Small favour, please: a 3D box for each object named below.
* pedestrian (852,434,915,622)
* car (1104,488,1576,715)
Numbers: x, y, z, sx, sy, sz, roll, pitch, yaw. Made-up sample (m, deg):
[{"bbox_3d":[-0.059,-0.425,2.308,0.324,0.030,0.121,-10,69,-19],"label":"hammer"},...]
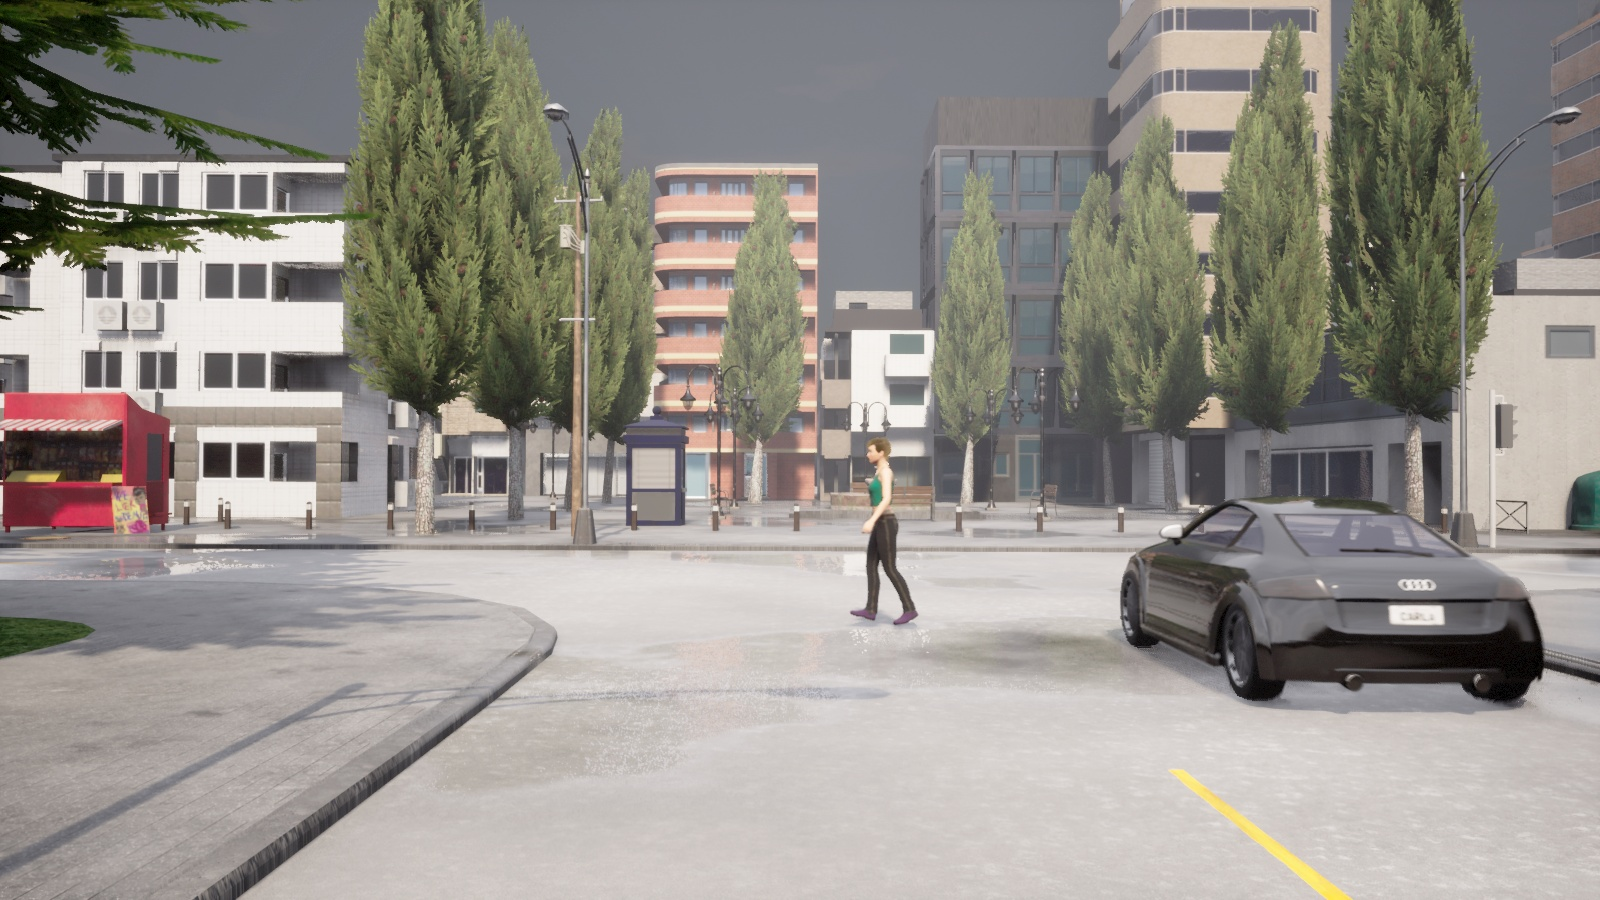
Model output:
[{"bbox_3d":[0.824,0.767,12.476,0.594,1.836,0.345,0,-1,-1],"label":"pedestrian"},{"bbox_3d":[3.965,1.032,10.138,1.994,1.385,4.181,0,-1,0],"label":"car"}]
